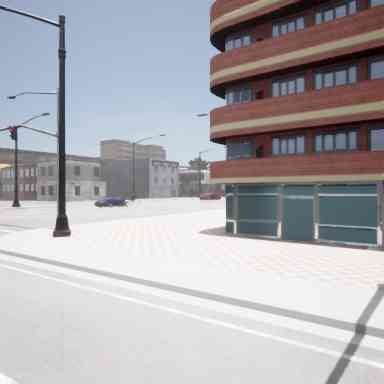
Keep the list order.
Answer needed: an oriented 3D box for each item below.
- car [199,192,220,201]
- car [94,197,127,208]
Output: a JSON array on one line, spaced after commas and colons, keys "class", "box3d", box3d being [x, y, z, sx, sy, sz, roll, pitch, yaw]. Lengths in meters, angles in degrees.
[{"class": "car", "box3d": [3.230, 0.779, 60.165, 1.882, 1.535, 5.008, 0, 1, 37]}, {"class": "car", "box3d": [-10.289, 1.264, 42.094, 1.994, 1.385, 4.181, 0, 1, 37]}]
